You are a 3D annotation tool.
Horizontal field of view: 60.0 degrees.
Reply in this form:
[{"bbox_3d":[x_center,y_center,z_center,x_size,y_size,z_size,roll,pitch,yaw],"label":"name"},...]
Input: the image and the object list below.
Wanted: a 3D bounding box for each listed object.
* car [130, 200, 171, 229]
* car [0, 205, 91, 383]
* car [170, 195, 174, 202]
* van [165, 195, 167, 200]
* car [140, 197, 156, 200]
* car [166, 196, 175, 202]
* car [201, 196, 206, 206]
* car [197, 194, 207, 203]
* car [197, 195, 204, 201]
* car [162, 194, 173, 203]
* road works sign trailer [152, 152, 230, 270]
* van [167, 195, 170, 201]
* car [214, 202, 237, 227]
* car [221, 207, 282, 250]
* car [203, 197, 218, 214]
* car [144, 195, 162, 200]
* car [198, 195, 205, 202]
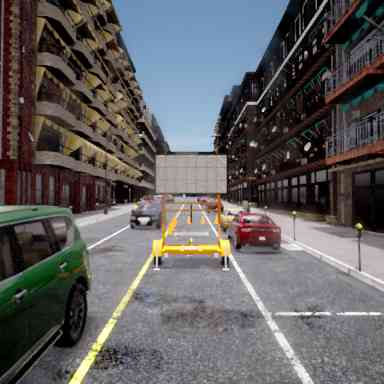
[{"bbox_3d":[-2.796,1.519,21.662,2.128,1.511,4.902,0,0,0],"label":"car"},{"bbox_3d":[-2.752,1.224,3.404,2.150,2.045,5.566,0,0,0],"label":"car"},{"bbox_3d":[-5.434,1.492,69.690,2.192,1.841,5.009,1,0,0],"label":"car"},{"bbox_3d":[-5.399,1.452,53.097,1.690,1.788,3.998,2,0,0],"label":"van"},{"bbox_3d":[-5.369,1.588,36.336,1.752,1.417,4.829,2,0,0],"label":"car"},{"bbox_3d":[-5.475,1.819,86.281,1.947,1.339,4.313,1,0,0],"label":"car"},{"bbox_3d":[2.499,1.628,41.991,2.008,1.369,4.403,1,0,0],"label":"car"},{"bbox_3d":[2.389,1.541,80.707,2.192,1.841,5.009,1,0,0],"label":"car"},{"bbox_3d":[2.362,1.723,91.770,1.967,1.590,4.097,1,0,0],"label":"car"},{"bbox_3d":[-5.445,1.516,75.219,2.192,1.841,5.009,1,0,0],"label":"car"},{"bbox_3d":[-0.022,0.475,10.998,2.380,3.560,2.880,0,0,0],"label":"road works sign trailer"},{"bbox_3d":[-5.411,1.473,58.629,1.690,1.788,3.998,1,0,0],"label":"van"},{"bbox_3d":[2.545,1.551,20.039,1.752,1.417,4.829,1,0,0],"label":"car"},{"bbox_3d":[2.557,1.561,14.337,1.887,1.381,4.507,1,0,0],"label":"car"},{"bbox_3d":[2.510,1.608,36.459,1.887,1.381,4.507,1,0,0],"label":"car"},{"bbox_3d":[-5.375,1.393,42.038,2.192,1.841,5.009,2,0,0],"label":"car"},{"bbox_3d":[2.464,1.676,58.583,1.887,1.381,4.507,1,0,0],"label":"car"}]
